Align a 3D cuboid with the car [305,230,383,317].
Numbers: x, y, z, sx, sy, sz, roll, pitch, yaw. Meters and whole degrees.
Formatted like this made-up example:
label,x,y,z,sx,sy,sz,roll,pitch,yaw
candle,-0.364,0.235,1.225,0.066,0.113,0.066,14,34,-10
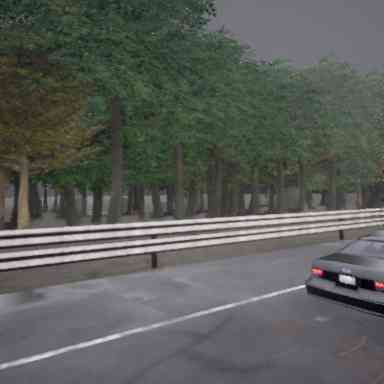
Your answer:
label,x,y,z,sx,sy,sz,roll,pitch,yaw
car,4.701,1.543,7.140,5.357,1.411,2.033,0,0,-35
